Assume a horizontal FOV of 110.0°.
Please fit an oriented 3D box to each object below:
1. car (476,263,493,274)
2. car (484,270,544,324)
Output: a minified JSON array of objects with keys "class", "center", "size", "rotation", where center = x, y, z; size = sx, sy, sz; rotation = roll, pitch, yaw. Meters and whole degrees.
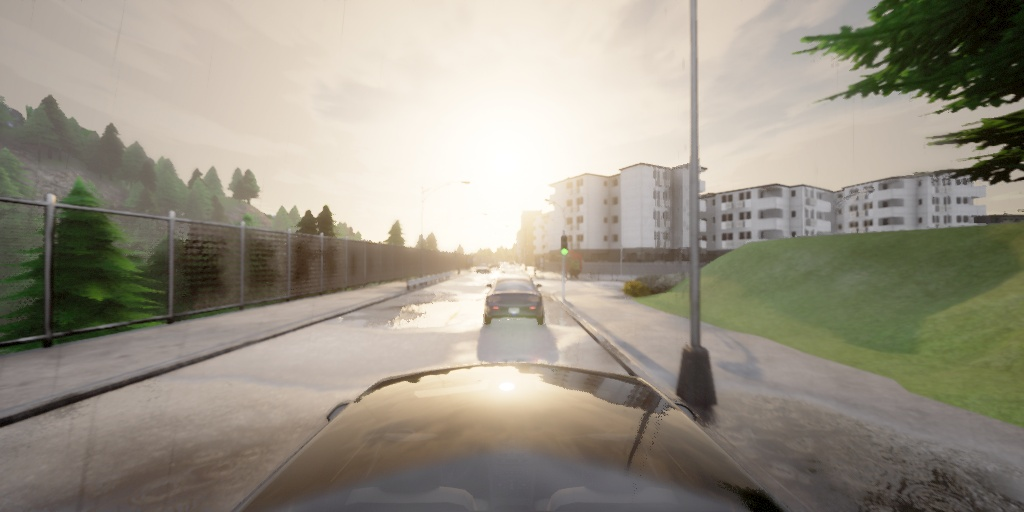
[{"class":"car","center":[-4.006,1.824,50.390],"size":[1.812,1.442,4.674],"rotation":[0,0,0]},{"class":"car","center":[0.073,1.384,12.316],"size":[1.812,1.442,4.674],"rotation":[0,-1,0]}]
